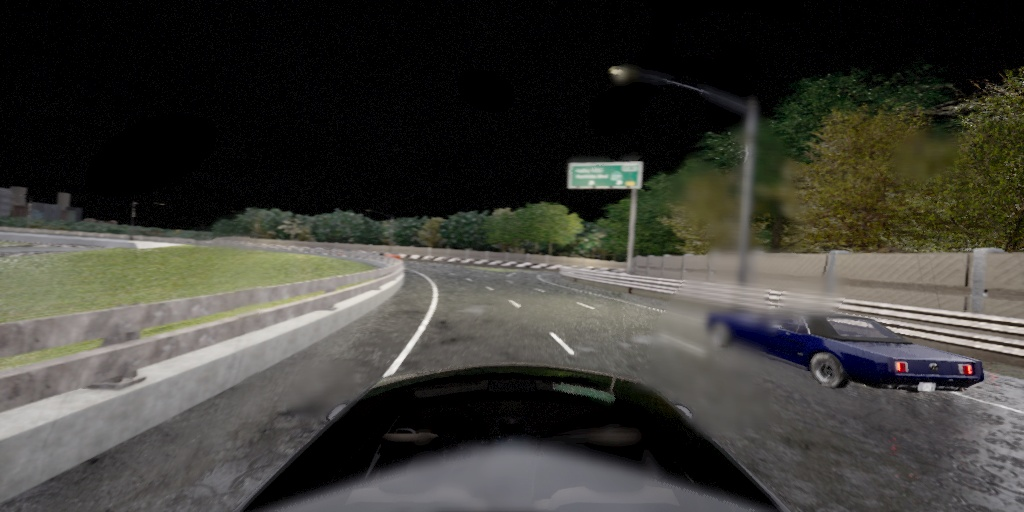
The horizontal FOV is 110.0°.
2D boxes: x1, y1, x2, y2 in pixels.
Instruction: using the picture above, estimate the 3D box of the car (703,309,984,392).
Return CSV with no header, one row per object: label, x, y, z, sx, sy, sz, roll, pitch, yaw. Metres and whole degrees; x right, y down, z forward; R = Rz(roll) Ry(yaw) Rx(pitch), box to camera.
car,6.550,1.849,8.054,1.895,1.301,4.718,4,0,-6
